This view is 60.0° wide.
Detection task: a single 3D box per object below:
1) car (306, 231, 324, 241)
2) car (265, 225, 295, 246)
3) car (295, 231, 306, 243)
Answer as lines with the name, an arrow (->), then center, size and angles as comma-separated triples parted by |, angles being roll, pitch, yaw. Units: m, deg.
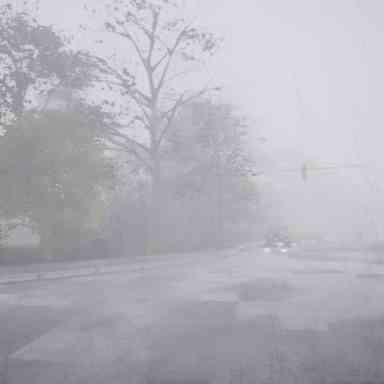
car -> 19.141, 6.803, 52.038 | 1.882, 1.535, 5.008 | -3, -8, 38
car -> 8.597, 4.263, 32.836 | 2.150, 2.045, 5.566 | -3, -7, 20
car -> 12.633, 5.601, 41.991 | 1.882, 1.535, 5.008 | -3, -7, 28
